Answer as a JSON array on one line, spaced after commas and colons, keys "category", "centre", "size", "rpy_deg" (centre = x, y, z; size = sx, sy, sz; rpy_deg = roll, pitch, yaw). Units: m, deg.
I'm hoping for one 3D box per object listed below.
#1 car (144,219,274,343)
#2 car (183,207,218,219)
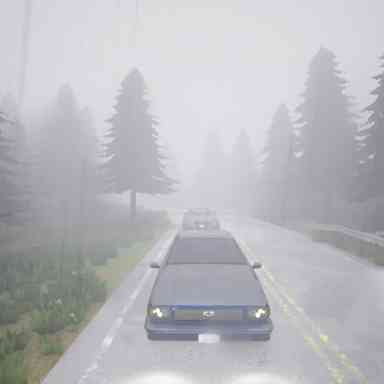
[{"category": "car", "centre": [0.272, 1.557, 7.076], "size": [2.033, 1.411, 5.357], "rpy_deg": [0, 0, 1]}, {"category": "car", "centre": [0.449, 1.584, 19.161], "size": [1.994, 1.385, 4.181], "rpy_deg": [0, 0, -2]}]
